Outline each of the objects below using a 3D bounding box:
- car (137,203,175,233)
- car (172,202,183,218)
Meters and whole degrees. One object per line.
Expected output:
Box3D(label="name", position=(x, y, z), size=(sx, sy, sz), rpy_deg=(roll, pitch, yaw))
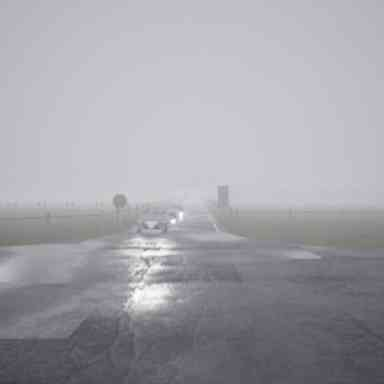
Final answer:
Box3D(label="car", position=(-2.395, 1.738, 21.569), size=(2.128, 1.511, 4.902), rpy_deg=(0, -1, -1))
Box3D(label="car", position=(-2.396, 1.923, 34.682), size=(2.033, 1.411, 5.357), rpy_deg=(0, -1, 1))
